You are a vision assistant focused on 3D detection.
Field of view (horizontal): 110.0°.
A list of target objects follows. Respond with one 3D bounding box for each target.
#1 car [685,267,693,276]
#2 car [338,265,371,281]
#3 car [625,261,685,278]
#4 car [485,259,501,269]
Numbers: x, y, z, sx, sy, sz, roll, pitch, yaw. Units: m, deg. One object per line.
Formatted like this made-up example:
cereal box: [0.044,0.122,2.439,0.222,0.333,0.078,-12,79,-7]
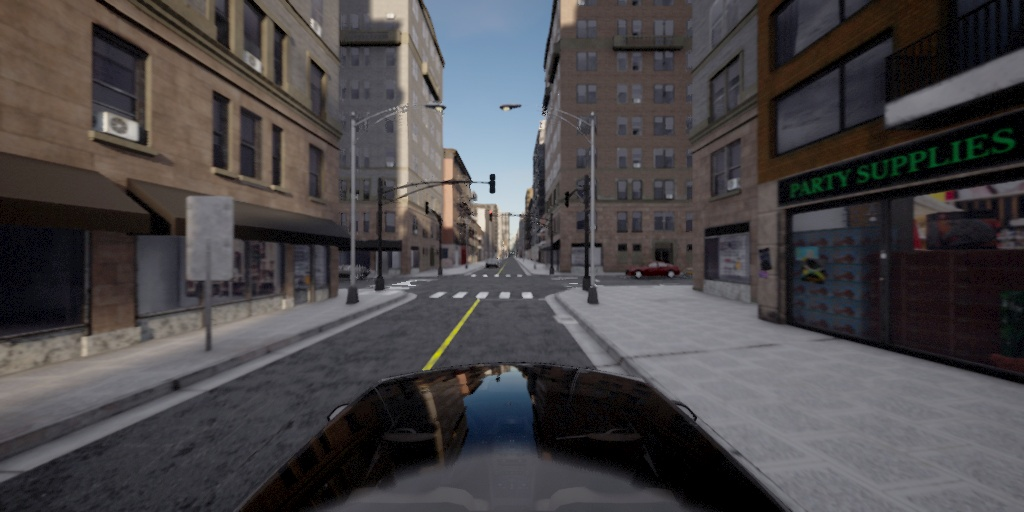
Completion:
car: [17.470,1.080,31.110,4.829,1.417,1.751,0,0,0]
car: [-14.615,1.420,31.343,4.403,1.370,2.007,0,0,0]
car: [12.148,1.152,31.149,4.507,1.381,1.888,0,0,0]
car: [-3.048,1.157,54.995,1.837,1.490,4.892,0,0,0]
